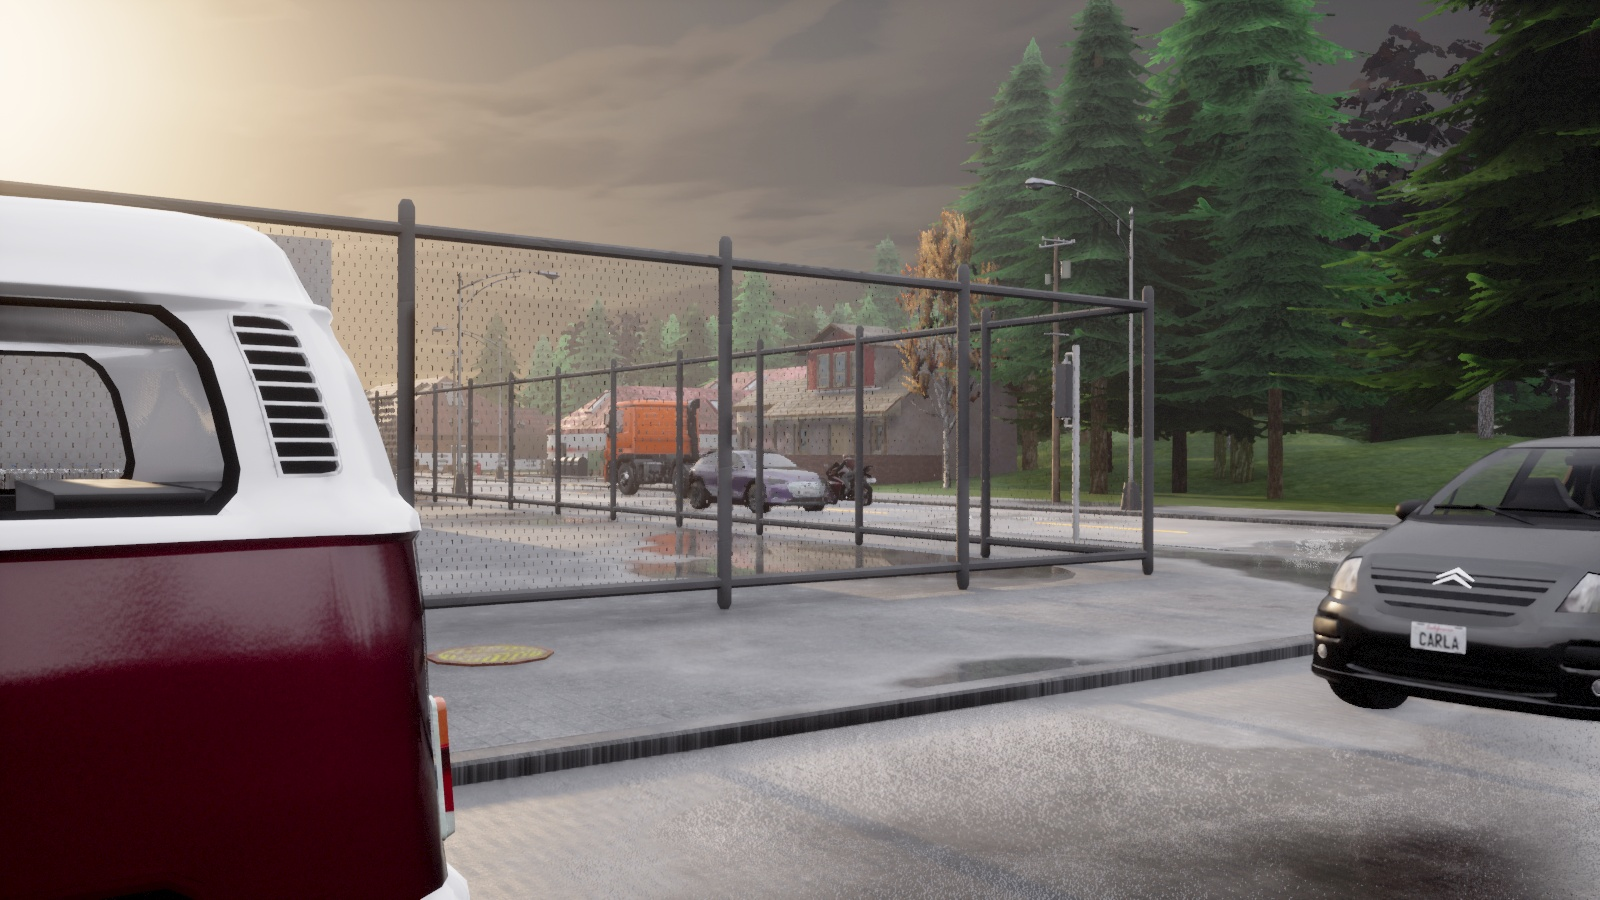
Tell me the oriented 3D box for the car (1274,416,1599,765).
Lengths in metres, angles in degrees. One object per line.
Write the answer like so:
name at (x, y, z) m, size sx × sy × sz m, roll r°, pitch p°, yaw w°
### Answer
car at (4.843, 0.650, 7.619) m, size 3.988 × 1.617 × 1.851 m, roll 0°, pitch 0°, yaw -38°

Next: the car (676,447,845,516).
car at (-1.110, 0.757, 32.417) m, size 2.033 × 1.649 × 4.856 m, roll 0°, pitch 0°, yaw -35°

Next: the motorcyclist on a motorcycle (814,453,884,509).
motorcyclist on a motorcycle at (1.377, 0.865, 35.853) m, size 0.866 × 1.530 × 2.191 m, roll 0°, pitch 0°, yaw -35°

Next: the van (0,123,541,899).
van at (-2.974, 0.480, 2.203) m, size 4.480 × 2.038 × 2.069 m, roll 0°, pitch 0°, yaw -35°

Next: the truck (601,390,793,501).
truck at (-3.727, -0.123, 43.236) m, size 2.891 × 3.462 × 7.936 m, roll 0°, pitch 0°, yaw -36°
